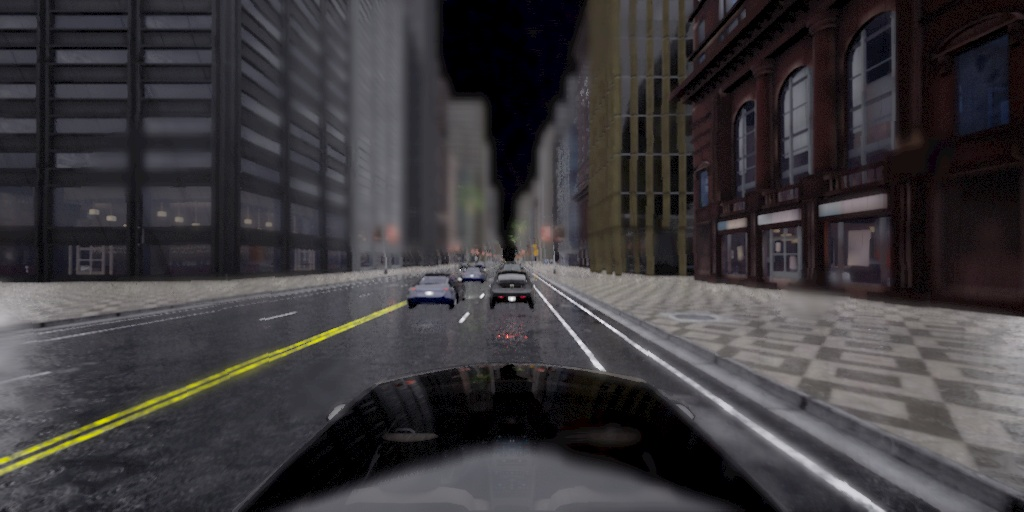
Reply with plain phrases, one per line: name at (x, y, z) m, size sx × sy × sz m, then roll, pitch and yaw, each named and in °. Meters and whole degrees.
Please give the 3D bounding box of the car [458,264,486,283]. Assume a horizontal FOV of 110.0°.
car at (-3.252, 1.603, 31.121) m, size 1.994 × 1.385 × 4.181 m, roll 0°, pitch -1°, yaw 0°

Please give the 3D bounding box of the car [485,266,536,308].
car at (0.001, 1.399, 16.143) m, size 1.837 × 1.490 × 4.892 m, roll 0°, pitch 0°, yaw 0°

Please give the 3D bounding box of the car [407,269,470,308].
car at (-3.249, 1.455, 16.102) m, size 1.994 × 1.385 × 4.181 m, roll 0°, pitch -1°, yaw 0°

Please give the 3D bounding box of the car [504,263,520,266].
car at (-0.004, 1.387, 30.922) m, size 2.097 × 1.767 × 4.553 m, roll 0°, pitch -1°, yaw 0°
